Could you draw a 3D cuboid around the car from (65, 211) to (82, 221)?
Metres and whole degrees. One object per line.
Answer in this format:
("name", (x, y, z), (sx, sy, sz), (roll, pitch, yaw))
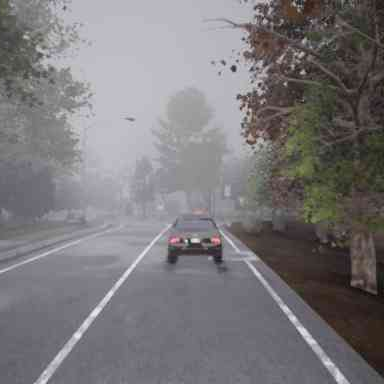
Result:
("car", (-17.089, 3.413, 48.033), (2.128, 1.511, 4.902), (2, -5, -27))

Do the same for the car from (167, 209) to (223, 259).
("car", (0.097, 1.531, 12.371), (2.033, 1.411, 5.357), (0, -1, 0))

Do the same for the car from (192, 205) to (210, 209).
("car", (0.880, 1.985, 29.480), (2.097, 1.767, 4.553), (0, -3, 7))

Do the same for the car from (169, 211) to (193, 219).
("car", (-2.375, 5.068, 73.062), (5.008, 1.535, 1.882), (1, -4, -1))

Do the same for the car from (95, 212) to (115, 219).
("car", (-16.957, 4.646, 65.530), (1.812, 1.442, 4.674), (-3, -4, 31))
